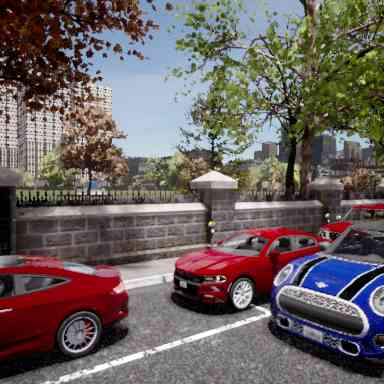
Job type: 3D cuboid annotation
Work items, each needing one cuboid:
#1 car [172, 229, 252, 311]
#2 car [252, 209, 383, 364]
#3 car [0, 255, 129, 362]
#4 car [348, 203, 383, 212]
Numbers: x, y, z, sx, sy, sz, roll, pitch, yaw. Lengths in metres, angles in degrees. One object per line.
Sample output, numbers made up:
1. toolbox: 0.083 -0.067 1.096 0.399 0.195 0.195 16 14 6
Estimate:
1. car: 1.651 1.547 7.755 4.507 1.381 1.887 0 0 -36
2. car: 3.482 1.354 5.879 4.553 1.767 2.097 0 0 -36
3. car: -2.920 1.582 4.467 4.206 1.307 1.802 0 0 -36
4. car: 6.223 1.320 11.043 5.009 1.841 2.192 0 0 -36
